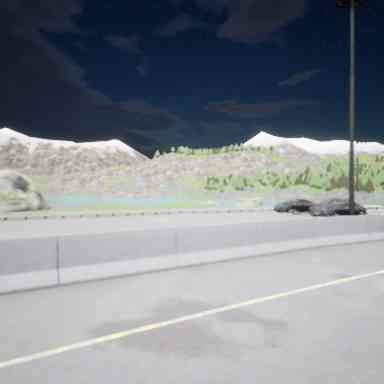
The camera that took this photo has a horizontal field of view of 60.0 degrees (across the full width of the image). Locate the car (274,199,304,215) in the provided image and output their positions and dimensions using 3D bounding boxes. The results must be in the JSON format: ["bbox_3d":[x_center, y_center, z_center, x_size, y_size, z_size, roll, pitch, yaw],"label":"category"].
[{"bbox_3d":[10.642,1.475,33.962,4.892,1.490,1.837,0,0,-25],"label":"car"}]

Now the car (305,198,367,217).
[{"bbox_3d":[11.884,1.491,26.824,4.892,1.490,1.837,0,0,-25],"label":"car"}]

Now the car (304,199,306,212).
[{"bbox_3d":[13.295,1.334,31.333,4.553,1.767,2.097,0,0,-24],"label":"car"}]
